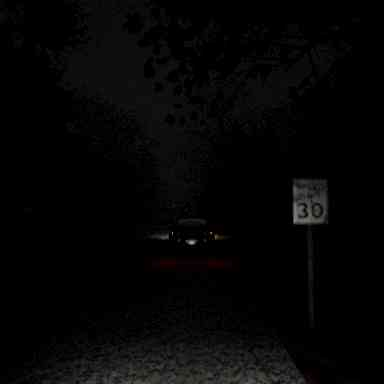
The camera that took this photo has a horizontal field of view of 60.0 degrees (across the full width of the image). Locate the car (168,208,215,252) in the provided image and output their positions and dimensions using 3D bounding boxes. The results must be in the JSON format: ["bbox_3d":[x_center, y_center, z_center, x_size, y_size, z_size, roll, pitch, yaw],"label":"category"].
[{"bbox_3d":[0.000,1.661,14.381,1.812,1.442,4.674,0,0,0],"label":"car"}]

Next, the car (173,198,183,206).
[{"bbox_3d":[-2.975,2.084,71.806,2.097,1.767,4.553,0,-1,0],"label":"car"}]

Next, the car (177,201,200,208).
[{"bbox_3d":[-0.017,1.818,29.005,2.033,1.411,5.357,0,-1,0],"label":"car"}]
